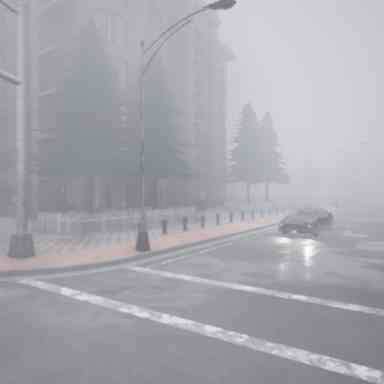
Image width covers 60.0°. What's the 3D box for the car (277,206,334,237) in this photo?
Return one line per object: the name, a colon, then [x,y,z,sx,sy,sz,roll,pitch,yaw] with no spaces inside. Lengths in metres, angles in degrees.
car: [6.382,1.510,18.197,2.033,1.411,5.357,0,0,34]
